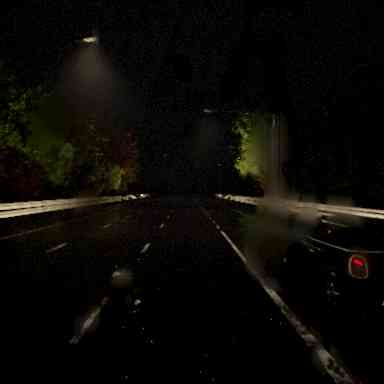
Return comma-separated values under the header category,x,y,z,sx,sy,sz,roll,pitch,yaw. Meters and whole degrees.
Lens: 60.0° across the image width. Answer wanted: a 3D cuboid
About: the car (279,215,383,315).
category,x,y,z,sx,sy,sz,roll,pitch,yaw
car,3.549,1.313,7.677,2.097,1.767,4.553,0,0,-1
